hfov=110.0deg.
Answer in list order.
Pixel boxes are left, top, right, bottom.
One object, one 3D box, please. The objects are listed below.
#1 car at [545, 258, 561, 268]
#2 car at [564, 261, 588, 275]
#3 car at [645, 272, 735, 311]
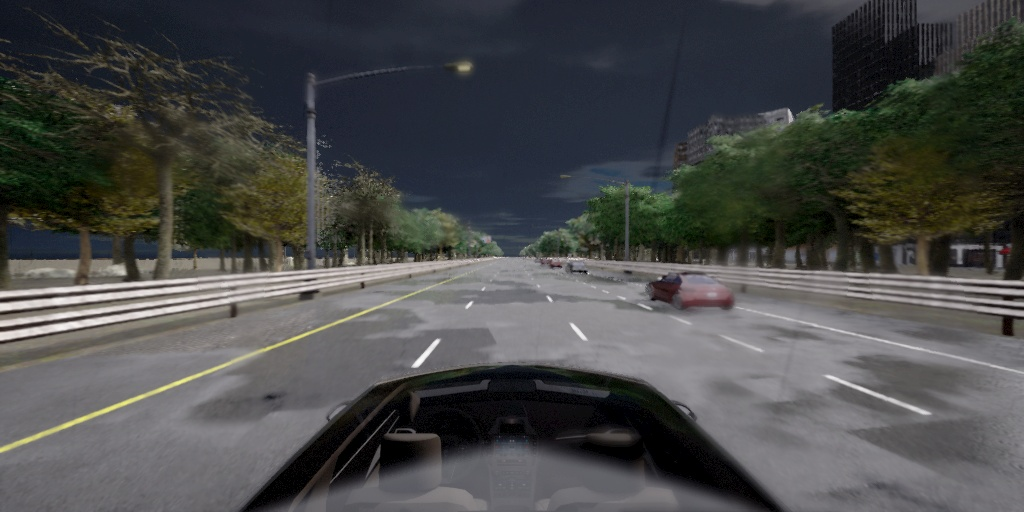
[{"bbox_3d":[7.123,1.293,59.826,1.812,1.442,4.674,0,0,0],"label":"car"},{"bbox_3d":[7.064,1.310,39.822,2.033,1.411,5.357,0,0,0],"label":"car"},{"bbox_3d":[7.005,1.322,14.552,1.994,1.385,4.181,0,0,0],"label":"car"}]
